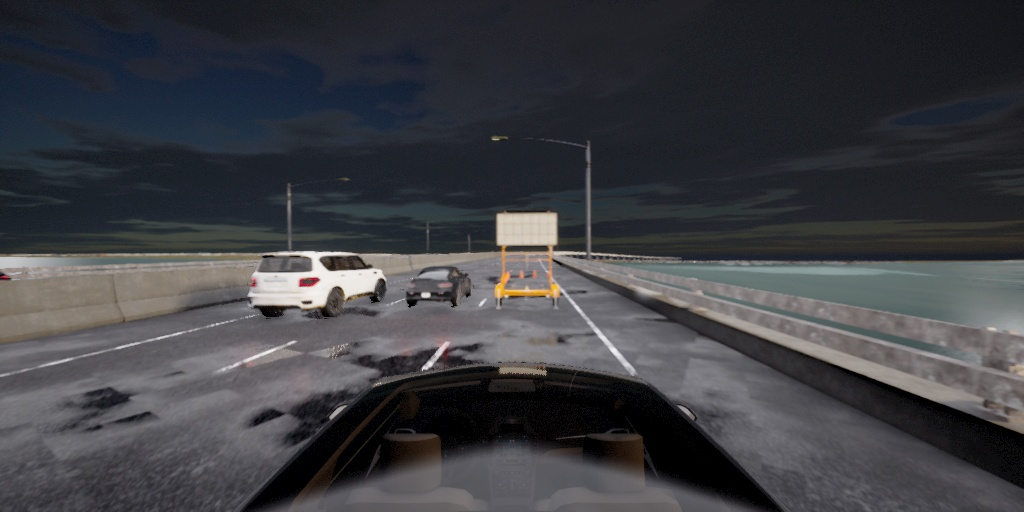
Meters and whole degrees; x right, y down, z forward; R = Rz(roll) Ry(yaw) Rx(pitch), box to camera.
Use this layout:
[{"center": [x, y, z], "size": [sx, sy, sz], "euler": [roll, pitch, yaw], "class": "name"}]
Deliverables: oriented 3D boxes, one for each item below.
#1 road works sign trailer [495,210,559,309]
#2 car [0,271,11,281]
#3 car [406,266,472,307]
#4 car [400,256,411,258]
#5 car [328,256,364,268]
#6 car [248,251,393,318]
[{"center": [0.593, 0.032, 13.951], "size": [2.380, 3.560, 2.880], "euler": [0, 0, 3], "class": "road works sign trailer"}, {"center": [-17.232, 0.984, 9.156], "size": [2.150, 2.045, 5.566], "euler": [0, 1, 2], "class": "car"}, {"center": [-2.789, 1.111, 14.322], "size": [1.812, 1.442, 4.674], "euler": [0, 1, 3], "class": "car"}, {"center": [-15.113, 0.668, 50.529], "size": [1.812, 1.442, 4.674], "euler": [0, 1, 4], "class": "car"}, {"center": [-22.251, 0.774, 48.327], "size": [2.033, 1.411, 5.357], "euler": [0, 1, 4], "class": "car"}, {"center": [-6.375, 0.859, 12.539], "size": [2.150, 2.045, 5.566], "euler": [0, 1, 3], "class": "car"}]
